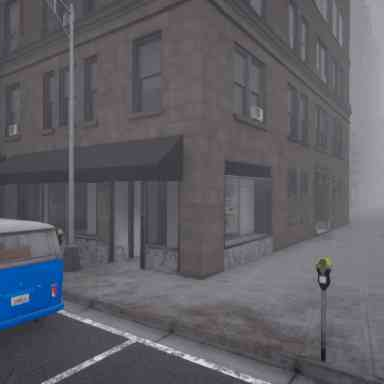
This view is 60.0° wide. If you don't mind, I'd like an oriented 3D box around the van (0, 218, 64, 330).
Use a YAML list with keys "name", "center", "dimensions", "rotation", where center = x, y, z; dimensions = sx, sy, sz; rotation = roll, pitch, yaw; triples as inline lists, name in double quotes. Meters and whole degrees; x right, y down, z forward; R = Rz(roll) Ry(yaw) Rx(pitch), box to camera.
- name: "van"
  center: [-4.024, 1.340, 5.949]
  dimensions: [3.998, 1.788, 1.690]
  rotation: [0, 0, 36]
